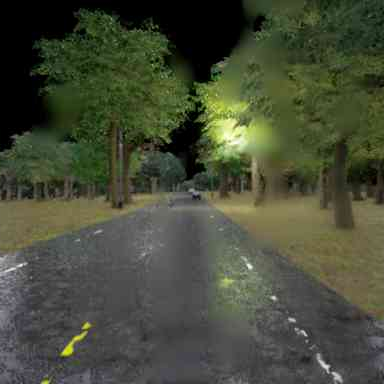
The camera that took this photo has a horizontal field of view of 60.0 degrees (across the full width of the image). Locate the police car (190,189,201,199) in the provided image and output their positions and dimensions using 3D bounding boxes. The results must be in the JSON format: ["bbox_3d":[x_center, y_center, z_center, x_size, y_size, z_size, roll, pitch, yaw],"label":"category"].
[{"bbox_3d":[1.029,0.774,74.253,1.930,1.638,5.238,0,1,0],"label":"police car"}]

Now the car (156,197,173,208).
[{"bbox_3d":[-3.591,1.389,44.556,1.994,1.385,4.181,0,1,0],"label":"car"}]

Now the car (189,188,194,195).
[{"bbox_3d":[1.023,0.399,90.113,2.097,1.767,4.553,0,1,0],"label":"car"}]
